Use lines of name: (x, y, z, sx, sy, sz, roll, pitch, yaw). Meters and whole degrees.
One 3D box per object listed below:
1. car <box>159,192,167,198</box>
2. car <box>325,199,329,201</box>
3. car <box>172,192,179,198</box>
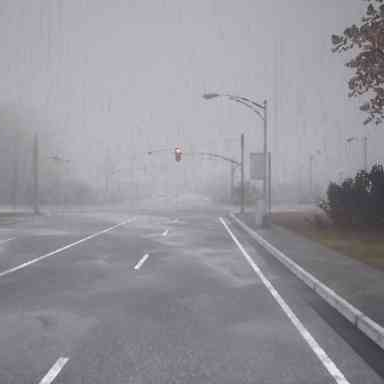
car: (-8.100, 0.798, 92.407, 1.812, 1.442, 4.674, 0, 1, 1)
car: (16.596, 1.323, 36.885, 4.674, 1.442, 1.812, 0, 0, -2)
car: (-4.600, 0.809, 92.412, 2.033, 1.411, 5.357, 0, 1, 1)
